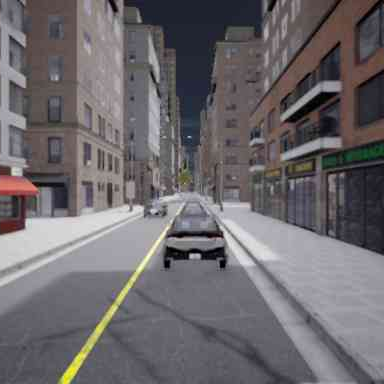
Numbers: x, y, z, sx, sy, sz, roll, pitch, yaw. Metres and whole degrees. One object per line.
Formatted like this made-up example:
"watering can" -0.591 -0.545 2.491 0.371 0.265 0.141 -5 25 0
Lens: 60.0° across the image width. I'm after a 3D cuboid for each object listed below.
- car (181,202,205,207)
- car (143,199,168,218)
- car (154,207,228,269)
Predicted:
"car" 0.091 1.479 26.318 1.994 1.385 4.181 0 0 0
"car" -3.080 1.400 29.023 2.128 1.511 4.902 0 0 0
"car" 0.087 1.453 11.013 2.128 1.511 4.902 0 0 0
